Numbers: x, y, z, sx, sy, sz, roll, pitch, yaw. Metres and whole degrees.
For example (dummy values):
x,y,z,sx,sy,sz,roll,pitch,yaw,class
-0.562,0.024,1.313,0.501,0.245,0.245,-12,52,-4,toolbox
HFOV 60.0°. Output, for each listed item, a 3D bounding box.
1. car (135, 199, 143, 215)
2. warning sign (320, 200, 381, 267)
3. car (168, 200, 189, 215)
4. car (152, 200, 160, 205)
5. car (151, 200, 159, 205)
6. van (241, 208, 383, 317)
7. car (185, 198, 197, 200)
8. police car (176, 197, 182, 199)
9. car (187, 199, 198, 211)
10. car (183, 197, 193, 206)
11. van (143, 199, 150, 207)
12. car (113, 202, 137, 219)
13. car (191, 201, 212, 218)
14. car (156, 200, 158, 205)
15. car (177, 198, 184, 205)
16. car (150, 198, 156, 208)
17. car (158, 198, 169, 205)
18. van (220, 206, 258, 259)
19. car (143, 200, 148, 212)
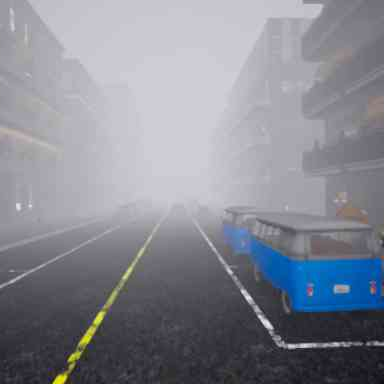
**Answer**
x,y,z,sx,sy,sz,roll,pitch,yaw,class
-7.462,2.008,40.614,1.967,1.590,4.097,-1,-1,-3,car
4.688,1.181,9.939,1.300,1.860,1.060,0,0,-3,warning sign
-1.696,2.067,40.666,1.994,1.385,4.181,-1,-1,-2,car
-9.783,2.778,90.973,1.802,1.307,4.206,-1,-1,-3,car
-9.528,2.708,85.377,1.802,1.307,4.206,-1,-1,-3,car
2.402,1.403,7.391,1.690,1.788,3.998,-1,-1,-3,van
0.110,2.000,57.755,2.192,1.841,5.009,-1,-1,-3,car
-2.773,2.407,79.798,1.930,1.638,5.238,-1,-1,-2,police car
0.617,2.074,46.731,1.752,1.417,4.829,-1,-1,-3,car
-0.908,2.279,80.138,2.192,1.841,5.009,-1,-1,-3,car
-7.974,2.048,51.807,1.690,1.788,3.998,-1,-1,-3,van
-7.204,2.081,35.017,1.802,1.307,4.206,-1,-1,-3,car
1.135,1.990,35.368,1.802,1.307,4.206,-1,-1,-3,car
-8.773,2.467,68.590,2.008,1.369,4.403,-1,-1,-3,car
-3.128,2.562,89.865,1.801,1.575,5.366,-1,-1,-3,car
-8.507,2.162,62.998,2.192,1.841,5.009,-1,-1,-3,car
-6.467,2.099,77.376,2.097,1.767,4.553,-1,-1,-3,car
2.148,1.472,12.987,1.690,1.788,3.998,-1,-1,-3,van
-7.714,2.188,46.208,2.008,1.369,4.403,-1,-1,-3,car
